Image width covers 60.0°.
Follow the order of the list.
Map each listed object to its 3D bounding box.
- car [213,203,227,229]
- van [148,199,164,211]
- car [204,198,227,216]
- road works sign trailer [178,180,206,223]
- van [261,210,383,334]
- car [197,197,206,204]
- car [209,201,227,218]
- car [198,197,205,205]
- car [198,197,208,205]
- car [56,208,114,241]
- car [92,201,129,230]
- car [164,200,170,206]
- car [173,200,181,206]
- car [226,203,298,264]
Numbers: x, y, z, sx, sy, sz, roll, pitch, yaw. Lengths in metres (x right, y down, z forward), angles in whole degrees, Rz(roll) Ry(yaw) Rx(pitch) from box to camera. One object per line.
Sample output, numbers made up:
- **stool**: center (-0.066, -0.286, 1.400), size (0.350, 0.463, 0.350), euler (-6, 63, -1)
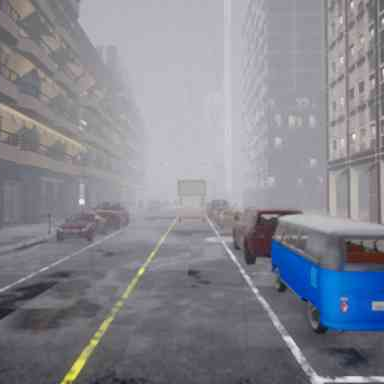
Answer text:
- **car**: center (2.702, 1.764, 23.332), size (1.752, 1.417, 4.829), euler (1, -1, 0)
- **van**: center (-5.675, 1.886, 50.777), size (1.690, 1.788, 3.998), euler (1, -1, 0)
- **car**: center (2.705, 1.672, 34.208), size (2.192, 1.841, 5.009), euler (1, -1, 0)
- **road works sign trailer**: center (-0.001, 0.759, 28.570), size (2.380, 3.560, 2.880), euler (0, -1, 0)
- **van**: center (2.706, 1.407, 6.597), size (1.690, 1.788, 3.998), euler (1, -1, 0)
- **car**: center (2.702, 2.430, 94.956), size (2.192, 1.841, 5.009), euler (1, -1, 0)
- **car**: center (2.702, 1.824, 28.854), size (1.752, 1.417, 4.829), euler (1, -1, 0)
- **car**: center (2.700, 2.457, 78.385), size (1.947, 1.339, 4.313), euler (1, -1, 0)
- **car**: center (2.703, 2.280, 83.911), size (2.192, 1.841, 5.009), euler (1, -1, 0)
- **car**: center (-5.678, 1.760, 17.639), size (1.802, 1.307, 4.206), euler (1, -1, 0)
- **car**: center (-5.674, 1.552, 23.164), size (2.192, 1.841, 5.009), euler (1, -1, 0)
- **car**: center (-5.680, 2.401, 72.863), size (1.802, 1.307, 4.206), euler (1, -1, 0)
- **car**: center (-3.000, 2.340, 71.796), size (2.033, 1.411, 5.357), euler (0, -1, 0)
- **car**: center (2.706, 1.436, 12.118), size (2.192, 1.841, 5.009), euler (1, -1, 0)
